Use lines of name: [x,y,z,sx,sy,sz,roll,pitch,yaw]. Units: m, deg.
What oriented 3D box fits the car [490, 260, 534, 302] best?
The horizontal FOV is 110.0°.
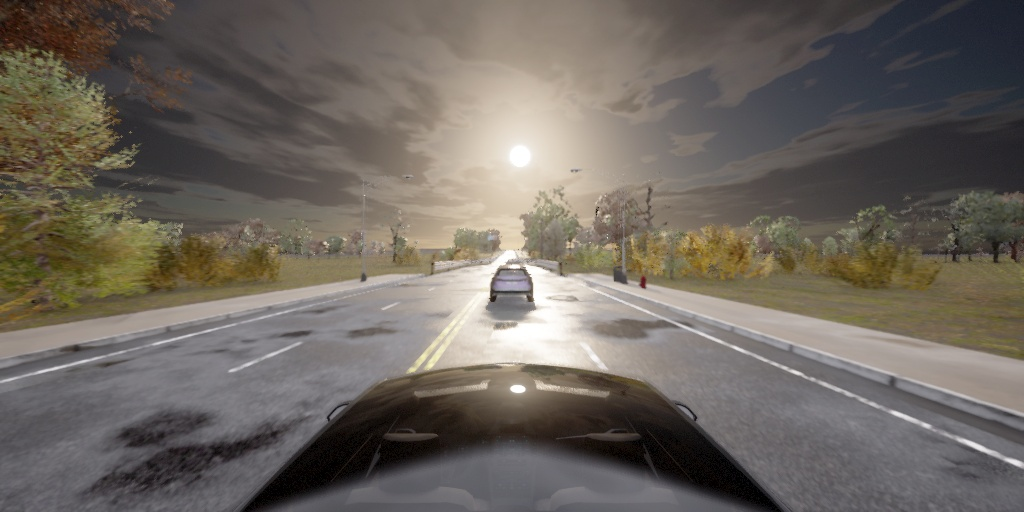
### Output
car: [-0.005,1.196,17.248,2.033,1.649,4.856,0,0,0]
